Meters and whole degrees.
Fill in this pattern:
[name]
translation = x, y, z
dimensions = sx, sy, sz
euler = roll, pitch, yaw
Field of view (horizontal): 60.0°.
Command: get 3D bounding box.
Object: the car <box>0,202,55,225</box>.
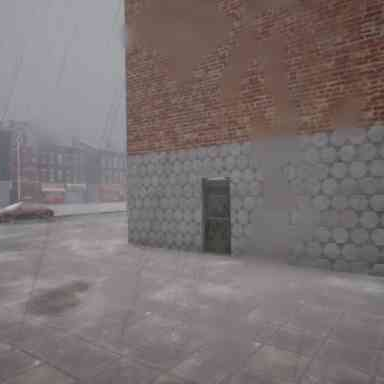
[car]
translation = -12.254, 1.458, 23.944
dimensions = 1.812, 1.442, 4.674
euler = -2, 0, 35
